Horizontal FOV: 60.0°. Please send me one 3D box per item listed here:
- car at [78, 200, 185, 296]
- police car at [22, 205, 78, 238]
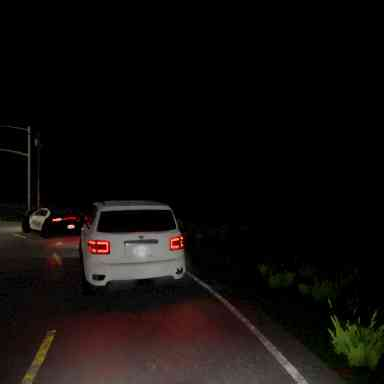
[{"bbox_3d":[-1.859,1.221,9.022,2.150,2.045,5.566,0,0,-19],"label":"car"},{"bbox_3d":[-7.490,1.504,17.841,2.038,1.542,4.974,0,0,-43],"label":"police car"}]
